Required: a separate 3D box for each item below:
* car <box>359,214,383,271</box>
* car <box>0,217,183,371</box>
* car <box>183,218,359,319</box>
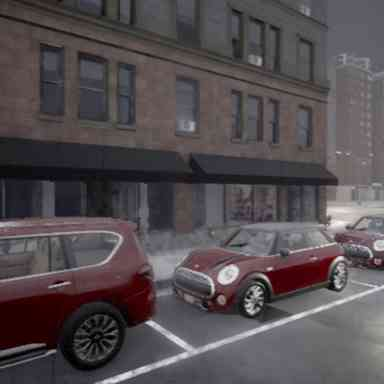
[{"bbox_3d":[5.972,1.438,10.448,4.097,1.590,1.967,0,0,-36],"label":"car"},{"bbox_3d":[-2.836,1.315,4.165,5.009,1.841,2.192,0,0,-36],"label":"car"},{"bbox_3d":[1.568,1.439,7.307,4.097,1.590,1.967,0,0,-36],"label":"car"}]
